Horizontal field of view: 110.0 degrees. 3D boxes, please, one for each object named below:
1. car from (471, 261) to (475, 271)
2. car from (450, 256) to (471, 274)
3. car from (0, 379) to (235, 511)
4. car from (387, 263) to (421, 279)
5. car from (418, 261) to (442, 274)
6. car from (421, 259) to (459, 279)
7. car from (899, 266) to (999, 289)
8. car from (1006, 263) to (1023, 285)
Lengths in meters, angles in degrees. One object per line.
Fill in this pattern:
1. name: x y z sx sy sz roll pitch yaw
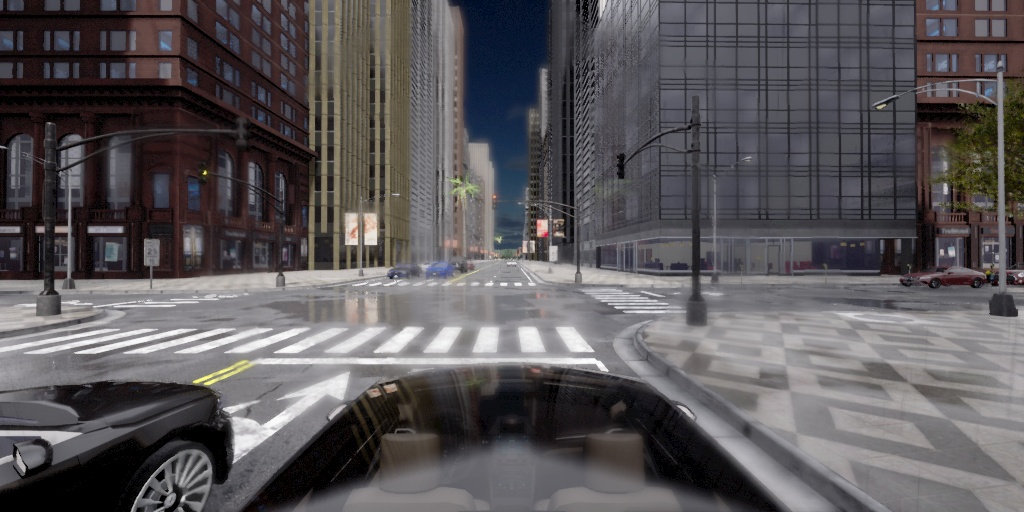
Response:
1. car: -6.658 1.411 53.956 1.812 1.442 4.674 0 0 0
2. car: -6.660 1.067 43.666 2.150 2.045 5.566 0 0 0
3. car: -3.138 1.241 0.918 2.128 1.511 4.902 0 0 -1
4. car: -9.864 1.361 33.528 2.033 1.411 5.357 0 0 3
5. car: -9.914 1.371 43.715 1.812 1.442 4.674 0 0 0
6. car: -6.644 1.291 33.558 1.882 1.535 5.008 0 0 2
7. car: 26.434 1.276 22.006 4.207 1.307 1.802 0 0 -1
8. car: 32.072 1.118 22.102 4.097 1.591 1.967 0 0 -1
